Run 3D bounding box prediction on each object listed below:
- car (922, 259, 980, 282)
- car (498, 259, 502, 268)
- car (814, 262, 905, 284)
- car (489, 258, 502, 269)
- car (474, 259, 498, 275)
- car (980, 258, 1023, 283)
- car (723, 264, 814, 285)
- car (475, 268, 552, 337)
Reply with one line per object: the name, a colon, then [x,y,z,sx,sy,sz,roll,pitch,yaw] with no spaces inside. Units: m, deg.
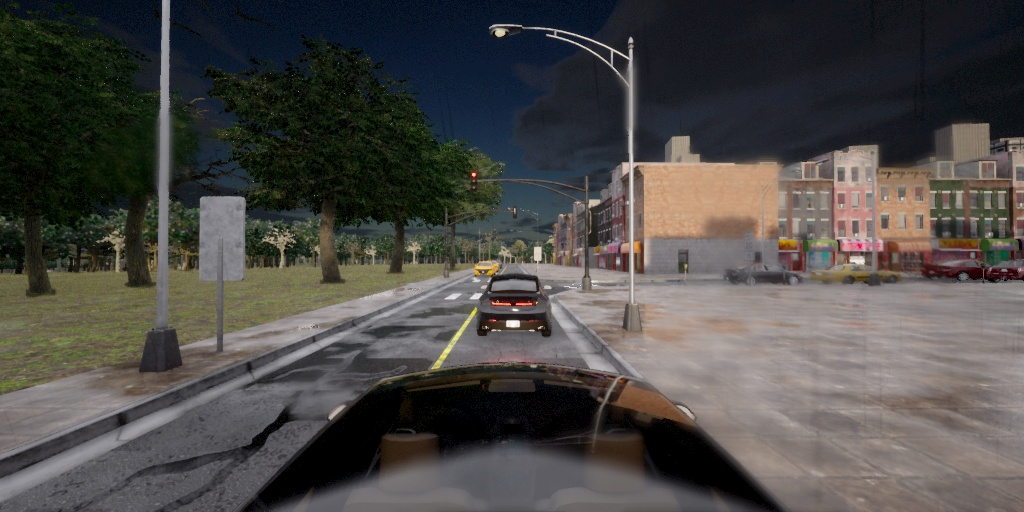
car: [31.556,0.980,24.829,5.008,1.535,1.882,0,-1,0]
car: [-2.739,1.335,47.452,1.882,1.535,5.008,0,0,0]
car: [21.375,1.069,22.240,4.829,1.417,1.751,0,0,0]
car: [-2.697,1.302,59.730,2.097,1.767,4.553,0,-1,-1]
car: [-2.765,1.286,37.176,1.882,1.535,5.008,0,0,0]
car: [32.553,0.900,22.286,4.097,1.591,1.967,0,0,0]
car: [15.530,1.139,22.215,4.403,1.370,2.007,0,0,0]
car: [0.104,1.261,10.382,1.837,1.490,4.892,0,0,2]
